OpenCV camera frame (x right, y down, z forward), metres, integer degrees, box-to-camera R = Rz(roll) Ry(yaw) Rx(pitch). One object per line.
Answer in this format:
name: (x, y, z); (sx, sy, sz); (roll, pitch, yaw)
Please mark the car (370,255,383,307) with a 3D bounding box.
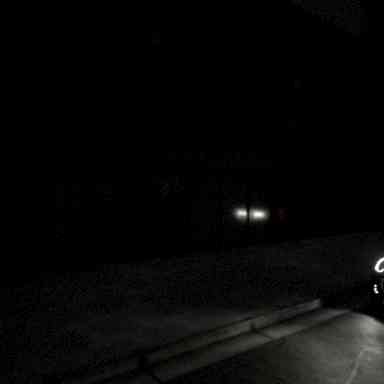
car: (5.593, 1.373, 6.749); (4.553, 1.767, 2.097); (0, 0, -36)
